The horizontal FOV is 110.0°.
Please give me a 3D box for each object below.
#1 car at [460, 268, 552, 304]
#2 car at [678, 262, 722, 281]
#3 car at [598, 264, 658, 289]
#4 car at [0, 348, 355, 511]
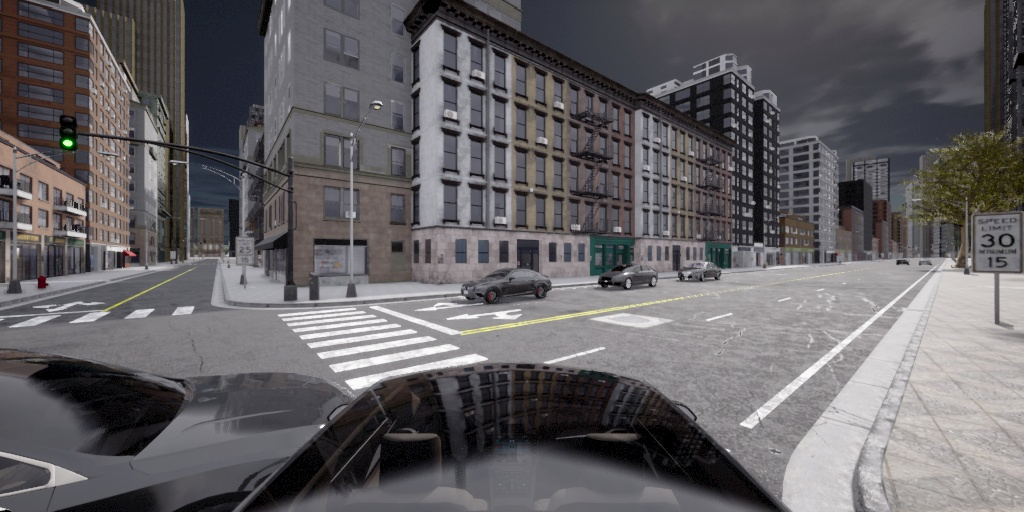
[{"bbox_3d":[-0.152,1.285,16.676,4.674,1.442,1.812,0,0,-39],"label":"car"},{"bbox_3d":[15.463,1.233,29.477,4.902,1.511,2.128,0,0,-39],"label":"car"},{"bbox_3d":[7.497,1.256,22.953,4.892,1.490,1.837,0,0,-39],"label":"car"},{"bbox_3d":[-3.234,1.257,1.683,4.892,1.490,1.837,0,0,-35],"label":"car"}]
